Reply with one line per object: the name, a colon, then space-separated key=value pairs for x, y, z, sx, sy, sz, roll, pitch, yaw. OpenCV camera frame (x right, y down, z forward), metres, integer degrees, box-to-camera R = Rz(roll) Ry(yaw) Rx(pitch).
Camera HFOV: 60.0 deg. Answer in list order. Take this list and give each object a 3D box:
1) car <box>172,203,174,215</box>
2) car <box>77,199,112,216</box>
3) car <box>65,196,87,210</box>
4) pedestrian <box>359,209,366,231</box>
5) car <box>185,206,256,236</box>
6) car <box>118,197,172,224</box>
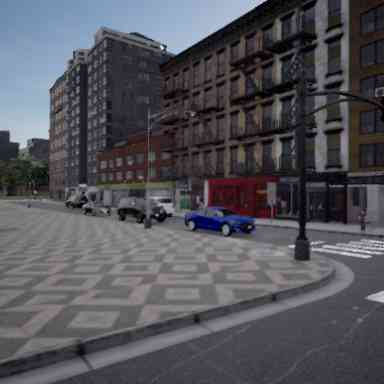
car: x=-3.914 y=1.493 z=32.619 sx=2.150 sy=2.045 sz=5.566 roll=0 pitch=-1 yaw=-36
car: x=-10.315 y=1.782 z=35.955 sx=2.128 sy=1.511 sz=4.902 roll=0 pitch=-1 yaw=-36
car: x=-17.896 y=1.623 z=51.675 sx=2.150 sy=2.045 sz=5.566 roll=0 pitch=0 yaw=-36
pedestrian: x=9.797 y=1.578 z=19.044 sx=0.375 sy=1.300 sz=0.375 roll=0 pitch=0 yaw=-36
car: x=1.573 y=1.633 z=19.704 sx=1.882 sy=1.535 sz=5.008 roll=0 pitch=-1 yaw=-37
car: x=-4.277 y=1.447 z=27.703 sx=2.150 sy=2.045 sz=5.566 roll=0 pitch=-1 yaw=-36
